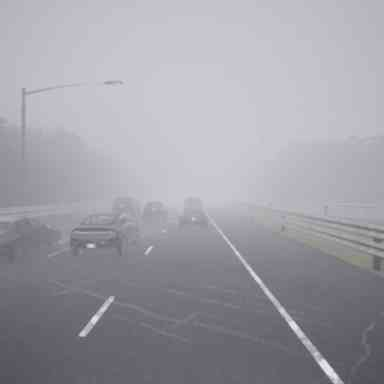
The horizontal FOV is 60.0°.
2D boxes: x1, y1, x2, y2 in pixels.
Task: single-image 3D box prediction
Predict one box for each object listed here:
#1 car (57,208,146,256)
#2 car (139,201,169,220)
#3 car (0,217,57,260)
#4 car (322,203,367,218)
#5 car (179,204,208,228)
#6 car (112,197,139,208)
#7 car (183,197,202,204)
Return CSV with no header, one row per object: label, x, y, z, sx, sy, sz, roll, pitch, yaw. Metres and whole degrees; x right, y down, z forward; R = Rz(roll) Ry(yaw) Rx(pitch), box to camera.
car,-3.400,1.616,13.625,2.128,1.511,4.902,0,-1,0
car,-3.406,1.646,31.808,2.097,1.767,4.553,0,-1,0
car,-6.905,1.667,12.844,2.033,1.411,5.357,0,0,0
car,16.129,1.902,35.530,1.801,1.575,5.366,0,0,-16
car,0.096,1.786,24.145,1.994,1.385,4.181,0,-1,0
car,-6.908,1.547,35.291,2.150,2.045,5.566,0,-1,0
car,0.095,1.598,40.698,2.150,2.045,5.566,0,-1,0
